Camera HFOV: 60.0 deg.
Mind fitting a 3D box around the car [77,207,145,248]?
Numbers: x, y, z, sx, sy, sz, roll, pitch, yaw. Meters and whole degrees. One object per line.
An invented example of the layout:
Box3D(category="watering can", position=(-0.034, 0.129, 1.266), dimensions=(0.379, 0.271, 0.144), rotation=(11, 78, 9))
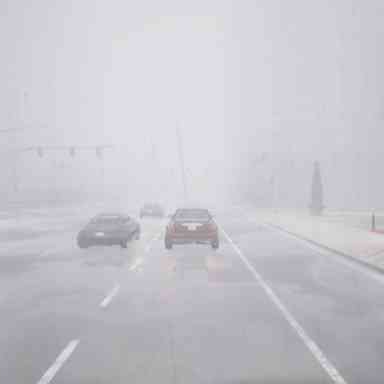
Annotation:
Box3D(category="car", position=(-3.500, 1.570, 14.650), dimensions=(1.994, 1.385, 4.181), rotation=(0, 0, 0))

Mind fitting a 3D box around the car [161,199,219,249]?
Box3D(category="car", position=(0.000, 1.364, 14.620), dimensions=(2.097, 1.767, 4.553), rotation=(0, 0, 0))

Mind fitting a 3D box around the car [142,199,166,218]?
Box3D(category="car", position=(-3.507, 1.571, 29.659), dimensions=(1.994, 1.385, 4.181), rotation=(0, 0, 0))

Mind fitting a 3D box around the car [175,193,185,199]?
Box3D(category="car", position=(-3.267, 1.154, 87.685), dimensions=(2.150, 2.045, 5.566), rotation=(0, 0, 1))

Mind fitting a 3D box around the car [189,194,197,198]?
Box3D(category="car", position=(0.237, 1.461, 87.875), dimensions=(2.128, 1.511, 4.902), rotation=(0, 0, 1))

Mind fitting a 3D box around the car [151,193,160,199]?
Box3D(category="car", position=(-10.186, 1.179, 92.816), dimensions=(2.150, 2.045, 5.566), rotation=(0, 0, 1))

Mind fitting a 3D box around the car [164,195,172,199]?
Box3D(category="car", position=(-6.686, 1.507, 92.791), dimensions=(1.994, 1.385, 4.181), rotation=(0, 0, 1))
